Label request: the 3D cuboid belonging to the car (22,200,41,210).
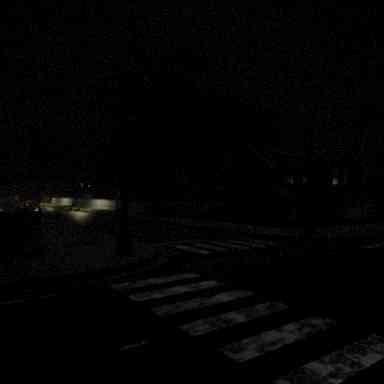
[{"bbox_3d":[-23.632,1.865,48.818,1.994,1.385,4.181,1,-1,-35],"label":"car"}]
